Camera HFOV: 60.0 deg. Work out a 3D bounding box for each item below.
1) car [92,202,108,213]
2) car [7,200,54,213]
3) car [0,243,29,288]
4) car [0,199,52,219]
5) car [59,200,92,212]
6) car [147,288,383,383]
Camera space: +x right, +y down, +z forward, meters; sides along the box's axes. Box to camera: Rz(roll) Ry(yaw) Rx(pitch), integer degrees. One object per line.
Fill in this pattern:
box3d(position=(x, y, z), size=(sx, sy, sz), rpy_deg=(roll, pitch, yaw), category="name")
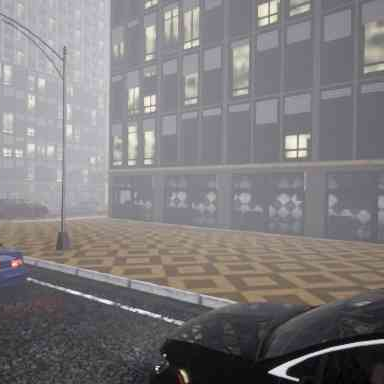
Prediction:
box3d(position=(-9.231, 1.851, 40.146), size=(1.752, 1.417, 4.829), rpy_deg=(0, 0, 37), category="car")
box3d(position=(-19.527, 1.669, 40.326), size=(1.752, 1.417, 4.829), rpy_deg=(1, 0, 37), category="car")
box3d(position=(-6.087, 1.550, 8.042), size=(5.357, 1.411, 2.033), rpy_deg=(0, 0, 36), category="car")
box3d(position=(-16.045, 1.540, 30.946), size=(2.192, 1.841, 5.009), rpy_deg=(0, 0, 37), category="car")
box3d(position=(-14.315, 1.777, 42.996), size=(2.033, 1.411, 5.357), rpy_deg=(1, 0, 37), category="car")
box3d(position=(1.835, 1.505, 2.374), size=(4.892, 1.490, 1.837), rpy_deg=(0, 0, 35), category="car")
